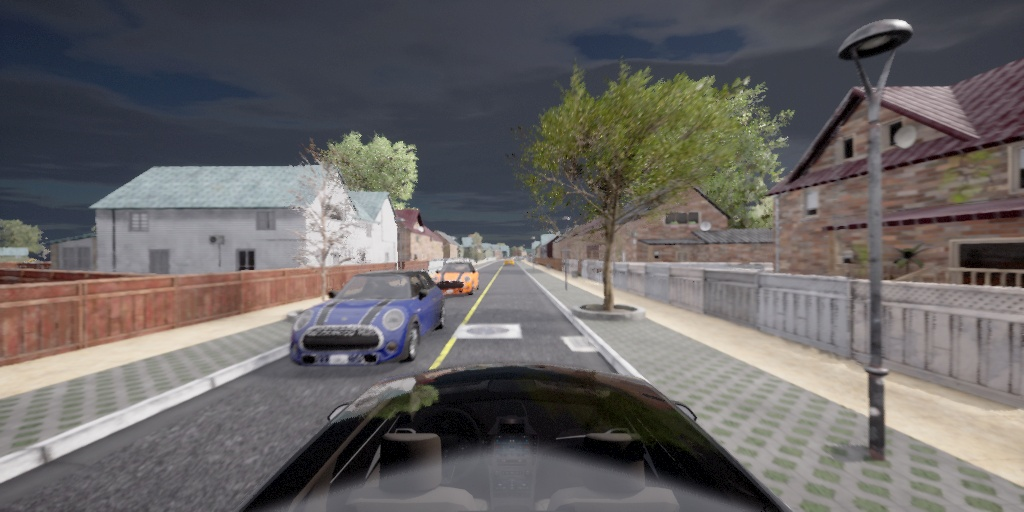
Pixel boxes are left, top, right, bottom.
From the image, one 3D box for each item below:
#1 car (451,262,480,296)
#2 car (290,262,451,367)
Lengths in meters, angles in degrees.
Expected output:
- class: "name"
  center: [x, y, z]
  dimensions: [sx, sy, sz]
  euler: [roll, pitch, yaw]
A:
- class: "car"
  center: [-2.967, 1.120, 19.469]
  dimensions: [2.097, 1.767, 4.553]
  euler: [0, 0, 0]
- class: "car"
  center: [-2.888, 1.122, 8.189]
  dimensions: [2.097, 1.767, 4.553]
  euler: [0, 0, 0]
